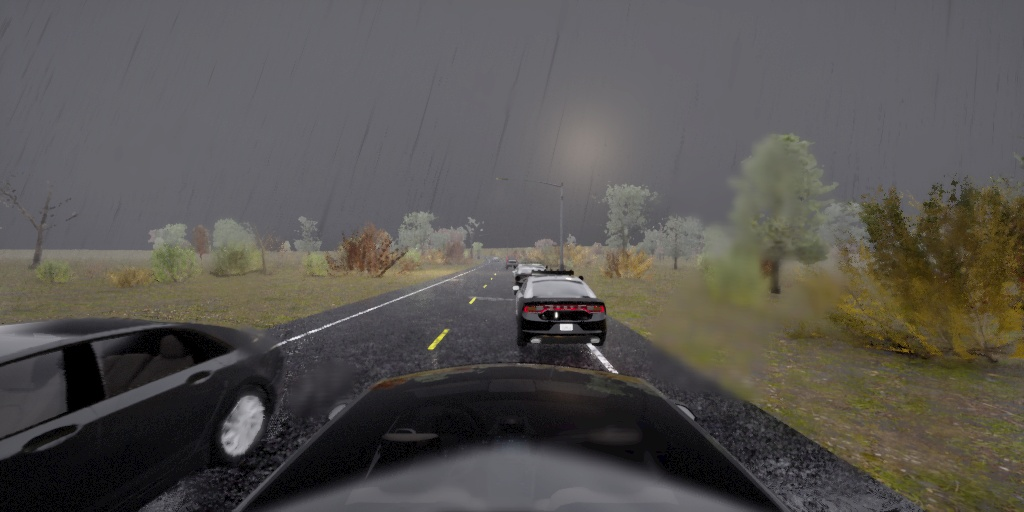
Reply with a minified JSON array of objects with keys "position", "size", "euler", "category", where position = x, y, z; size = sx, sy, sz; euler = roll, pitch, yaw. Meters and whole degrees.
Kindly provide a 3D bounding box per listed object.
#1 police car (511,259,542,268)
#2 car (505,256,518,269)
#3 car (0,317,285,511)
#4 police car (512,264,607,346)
[{"position":[1.050,1.159,19.514],"size":[1.930,1.638,5.238],"euler":[0,0,0],"category":"police car"},{"position":[0.057,1.166,52.581],"size":[1.837,1.490,4.892],"euler":[0,0,0],"category":"car"},{"position":[-3.500,1.255,2.101],"size":[1.837,1.490,4.892],"euler":[0,0,0],"category":"car"},{"position":[1.050,1.170,9.512],"size":[1.930,1.638,5.238],"euler":[0,0,0],"category":"police car"}]
